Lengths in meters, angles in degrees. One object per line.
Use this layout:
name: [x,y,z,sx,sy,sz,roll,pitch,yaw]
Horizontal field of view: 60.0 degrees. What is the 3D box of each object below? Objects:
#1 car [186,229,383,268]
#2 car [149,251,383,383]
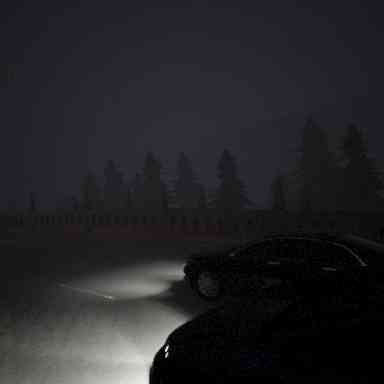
car: [2.056,1.532,6.826,4.892,1.490,1.837,-1,0,36]
car: [1.623,1.566,2.834,4.181,1.385,1.994,-1,-1,35]
